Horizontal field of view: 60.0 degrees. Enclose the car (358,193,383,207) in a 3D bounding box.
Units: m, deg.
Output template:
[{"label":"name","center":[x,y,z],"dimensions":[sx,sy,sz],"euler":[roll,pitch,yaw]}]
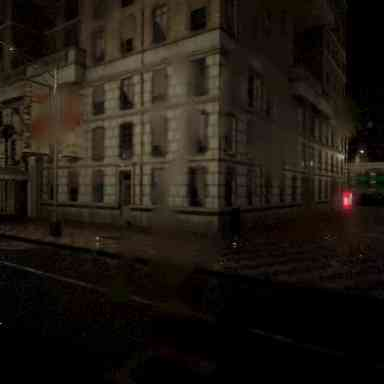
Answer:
[{"label":"car","center":[25.952,1.113,46.225],"dimensions":[2.150,2.045,5.566],"euler":[0,0,-42]}]
